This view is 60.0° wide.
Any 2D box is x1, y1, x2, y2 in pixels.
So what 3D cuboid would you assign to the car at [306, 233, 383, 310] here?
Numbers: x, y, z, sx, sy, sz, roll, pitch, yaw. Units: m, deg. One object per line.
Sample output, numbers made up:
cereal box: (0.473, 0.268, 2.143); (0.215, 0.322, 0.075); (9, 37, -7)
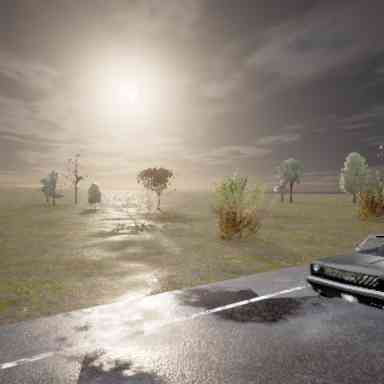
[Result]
car: (4.631, 1.601, 7.274); (4.718, 1.301, 1.895); (0, 0, -35)
